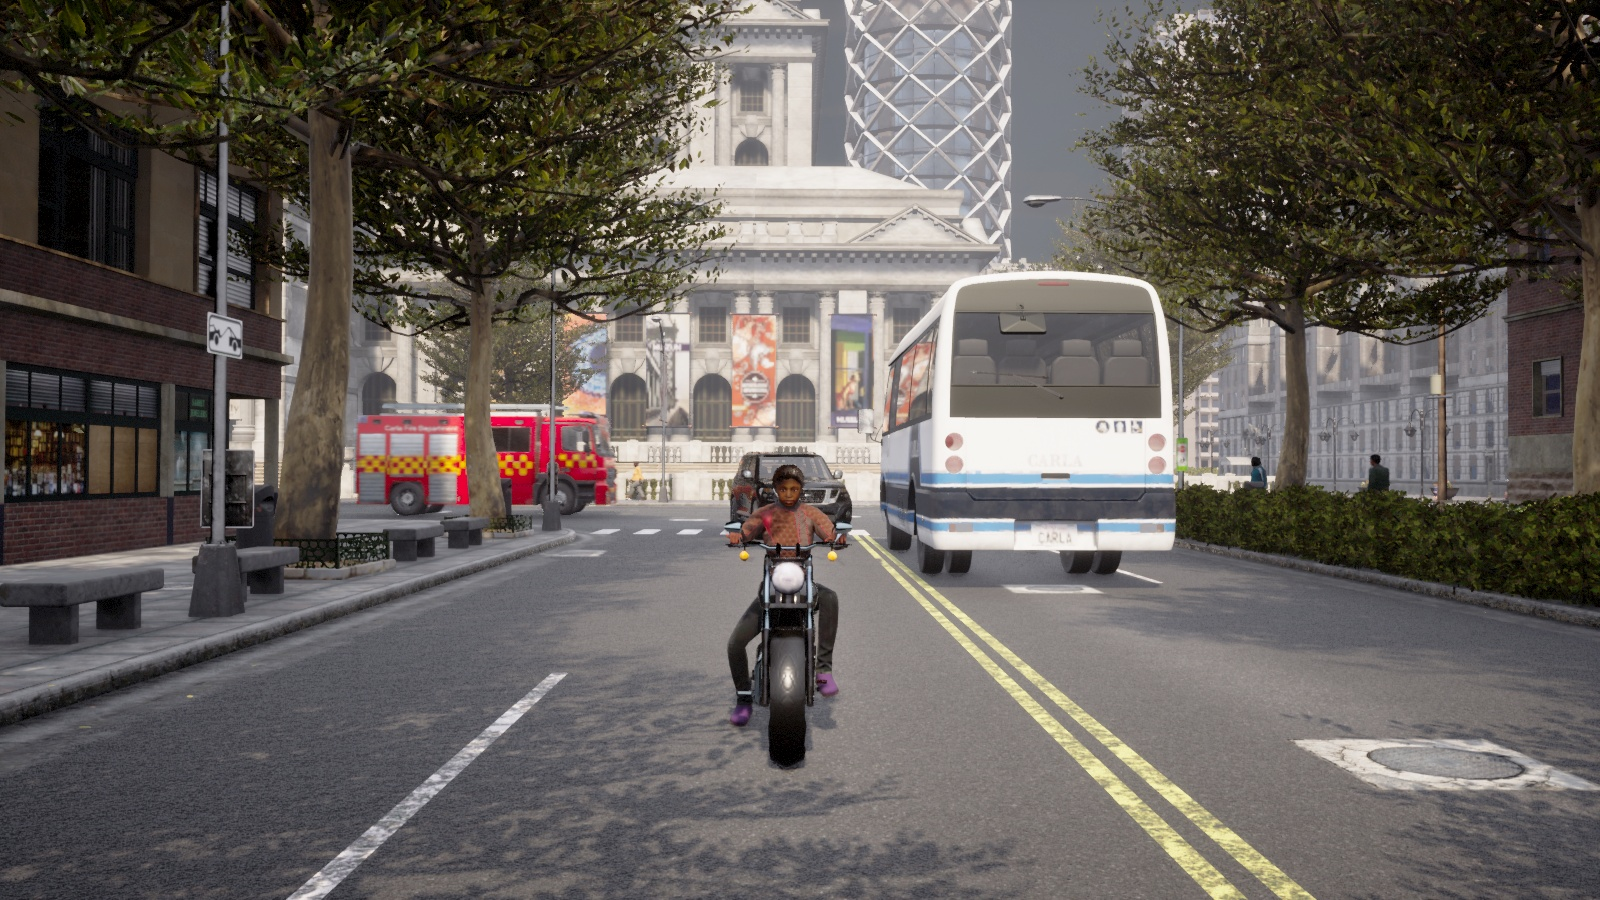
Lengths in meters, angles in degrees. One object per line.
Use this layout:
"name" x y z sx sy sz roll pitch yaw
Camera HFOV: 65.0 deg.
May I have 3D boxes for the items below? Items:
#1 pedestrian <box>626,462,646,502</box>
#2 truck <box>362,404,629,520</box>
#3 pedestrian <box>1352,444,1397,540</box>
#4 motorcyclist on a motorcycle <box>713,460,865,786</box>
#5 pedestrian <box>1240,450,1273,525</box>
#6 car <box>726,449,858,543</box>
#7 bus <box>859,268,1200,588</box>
"pedestrian" -7.585 1.476 58.172 0.900 1.855 0.874 0 -1 -7
"truck" -10.320 0.415 43.186 8.468 3.827 2.891 0 -1 0
"pedestrian" 11.831 0.857 25.867 0.423 1.949 0.788 0 -1 -16
"motorcyclist on a motorcycle" -0.065 0.892 7.543 0.766 1.649 2.350 0 -1 -1
"pedestrian" 11.855 0.971 32.639 0.692 1.930 0.396 0 -1 -7
"car" -0.332 1.043 30.316 2.150 2.045 5.566 0 -1 -12
"bus" 3.303 -0.209 21.872 3.944 4.253 10.273 0 -1 0
